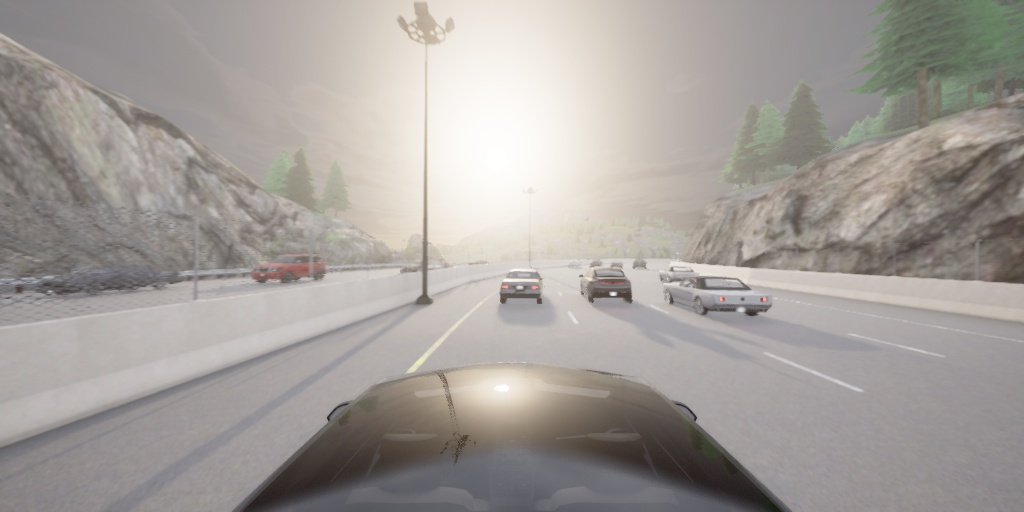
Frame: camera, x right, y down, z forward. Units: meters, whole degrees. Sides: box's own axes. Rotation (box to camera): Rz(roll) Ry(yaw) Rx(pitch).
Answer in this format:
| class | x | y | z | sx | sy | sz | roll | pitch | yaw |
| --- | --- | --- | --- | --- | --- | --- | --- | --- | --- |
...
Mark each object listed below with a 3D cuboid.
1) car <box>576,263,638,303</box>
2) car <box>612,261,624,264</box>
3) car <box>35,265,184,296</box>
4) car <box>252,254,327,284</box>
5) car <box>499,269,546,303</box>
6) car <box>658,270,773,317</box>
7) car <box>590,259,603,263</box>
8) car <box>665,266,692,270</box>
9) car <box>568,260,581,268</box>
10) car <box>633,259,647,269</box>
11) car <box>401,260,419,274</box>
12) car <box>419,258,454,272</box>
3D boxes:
| class | x | y | z | sx | sy | sz | roll | pitch | yaw |
| --- | --- | --- | --- | --- | --- | --- | --- | --- | --- |
| car | 4.327 | 1.281 | 16.956 | 1.837 | 1.490 | 4.892 | 0 | 0 | 5 |
| car | 18.185 | 1.457 | 61.857 | 1.895 | 1.301 | 4.718 | 0 | 0 | 21 |
| car | -20.370 | 1.178 | 18.635 | 2.033 | 1.411 | 5.357 | 0 | 0 | 5 |
| car | -16.029 | 0.878 | 26.260 | 2.150 | 2.045 | 5.566 | 0 | 0 | 7 |
| car | 0.554 | 1.300 | 16.752 | 2.033 | 1.411 | 5.357 | 0 | 0 | 5 |
| car | 7.353 | 1.394 | 13.493 | 1.895 | 1.301 | 4.718 | 0 | 0 | 4 |
| car | 14.785 | 1.341 | 62.528 | 1.837 | 1.490 | 4.892 | 0 | 0 | 21 |
| car | 12.631 | 1.425 | 27.379 | 1.895 | 1.301 | 4.718 | 0 | 0 | 9 |
| car | 11.188 | 1.341 | 63.190 | 1.812 | 1.442 | 4.674 | 0 | 0 | 20 |
| car | 21.661 | 1.229 | 60.786 | 2.097 | 1.767 | 4.553 | 0 | 0 | 21 |
| car | -10.312 | 1.196 | 39.372 | 1.837 | 1.490 | 4.892 | 0 | -1 | 12 |
| car | -7.342 | 1.233 | 36.383 | 1.812 | 1.442 | 4.674 | 0 | 0 | 11 |
